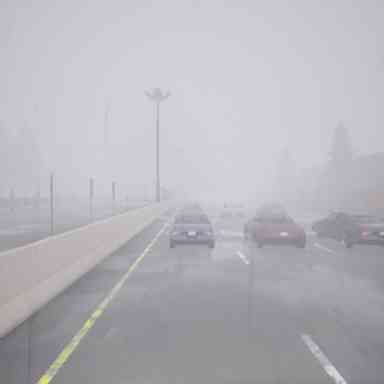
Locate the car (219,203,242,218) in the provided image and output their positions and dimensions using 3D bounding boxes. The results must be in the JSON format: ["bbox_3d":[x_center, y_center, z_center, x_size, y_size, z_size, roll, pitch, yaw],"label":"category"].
[{"bbox_3d":[3.500,1.614,29.680,1.895,1.301,4.718,0,0,0],"label":"car"}]

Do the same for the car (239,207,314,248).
[{"bbox_3d":[3.500,1.570,14.650,1.994,1.385,4.181,0,0,0],"label":"car"}]

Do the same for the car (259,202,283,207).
[{"bbox_3d":[7.000,1.570,29.650,1.994,1.385,4.181,0,0,0],"label":"car"}]

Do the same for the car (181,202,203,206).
[{"bbox_3d":[0.000,1.570,29.650,1.994,1.385,4.181,0,0,0],"label":"car"}]

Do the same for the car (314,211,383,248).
[{"bbox_3d":[7.000,1.560,14.650,2.033,1.411,5.357,0,0,0],"label":"car"}]

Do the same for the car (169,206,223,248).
[{"bbox_3d":[0.000,1.560,14.650,2.033,1.411,5.357,0,0,0],"label":"car"}]
